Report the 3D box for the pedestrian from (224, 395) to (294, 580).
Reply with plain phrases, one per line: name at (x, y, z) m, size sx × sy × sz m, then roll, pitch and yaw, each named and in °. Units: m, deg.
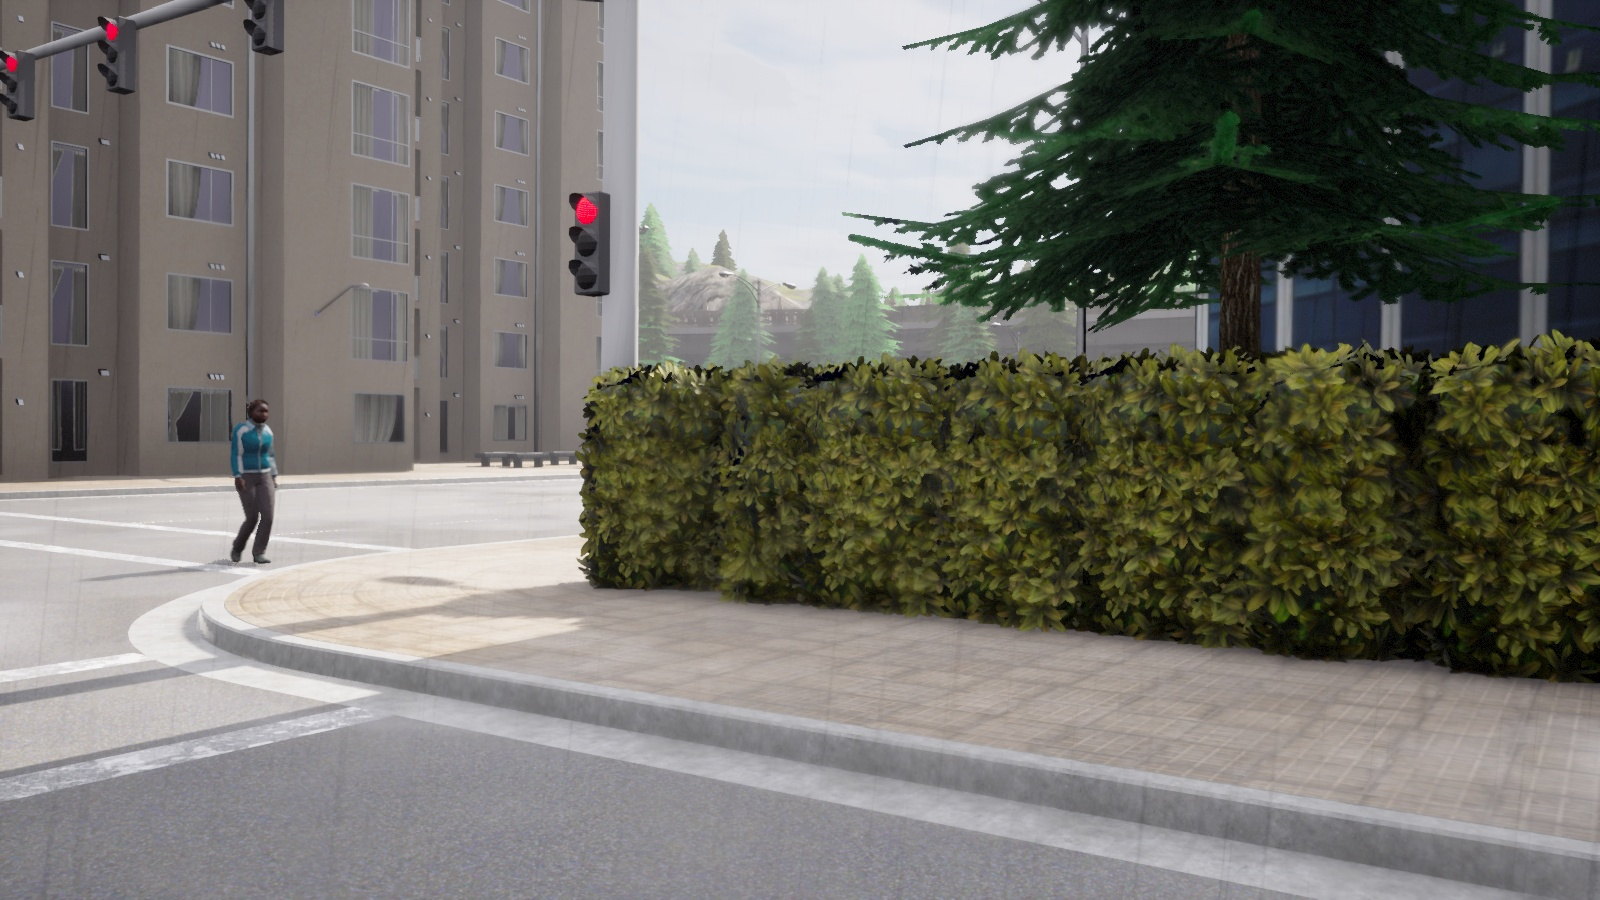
pedestrian at (-5.814, 0.392, 13.490) m, size 0.692 × 1.930 × 0.396 m, roll 0°, pitch 1°, yaw 41°
